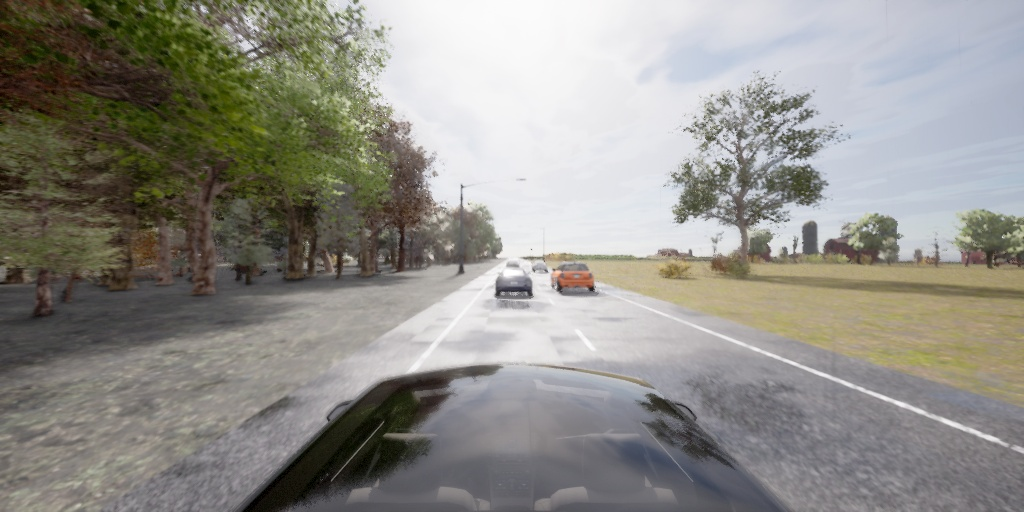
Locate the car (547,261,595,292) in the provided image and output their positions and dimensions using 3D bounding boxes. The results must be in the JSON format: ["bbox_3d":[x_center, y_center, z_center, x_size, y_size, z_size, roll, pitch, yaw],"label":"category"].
[{"bbox_3d":[3.591,1.145,21.955,2.097,1.767,4.553,0,0,0],"label":"car"}]

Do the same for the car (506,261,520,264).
[{"bbox_3d":[0.117,1.364,48.870,1.812,1.442,4.674,0,0,0],"label":"car"}]

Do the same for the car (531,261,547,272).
[{"bbox_3d":[3.614,1.362,47.827,1.812,1.442,4.674,0,0,0],"label":"car"}]

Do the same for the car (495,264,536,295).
[{"bbox_3d":[0.105,1.354,20.168,1.994,1.385,4.181,0,0,0],"label":"car"}]
